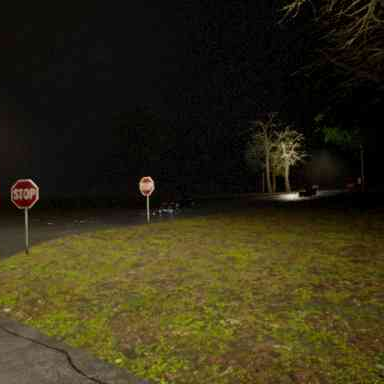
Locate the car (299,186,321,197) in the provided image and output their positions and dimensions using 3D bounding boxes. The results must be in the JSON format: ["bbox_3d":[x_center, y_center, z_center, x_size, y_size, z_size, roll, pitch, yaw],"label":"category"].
[{"bbox_3d":[18.075,0.011,51.971,2.128,1.511,4.902,-3,1,33],"label":"car"}]

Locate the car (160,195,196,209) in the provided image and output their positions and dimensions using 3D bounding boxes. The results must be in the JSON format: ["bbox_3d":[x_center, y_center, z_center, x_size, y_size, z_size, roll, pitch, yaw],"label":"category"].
[{"bbox_3d":[-1.419,1.071,36.052,1.837,1.490,4.892,-3,0,35],"label":"car"}]
